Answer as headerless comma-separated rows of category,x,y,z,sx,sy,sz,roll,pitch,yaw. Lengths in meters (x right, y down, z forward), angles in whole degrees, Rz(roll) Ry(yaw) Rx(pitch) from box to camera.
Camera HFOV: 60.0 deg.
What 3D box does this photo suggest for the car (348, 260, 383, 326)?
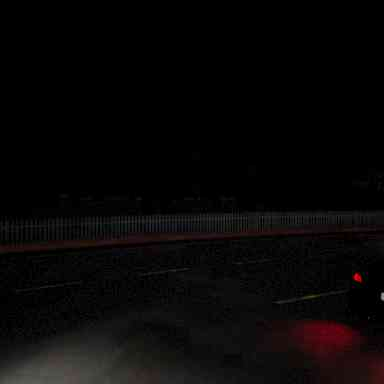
car,4.804,1.564,5.766,4.181,1.385,1.994,0,0,-24
